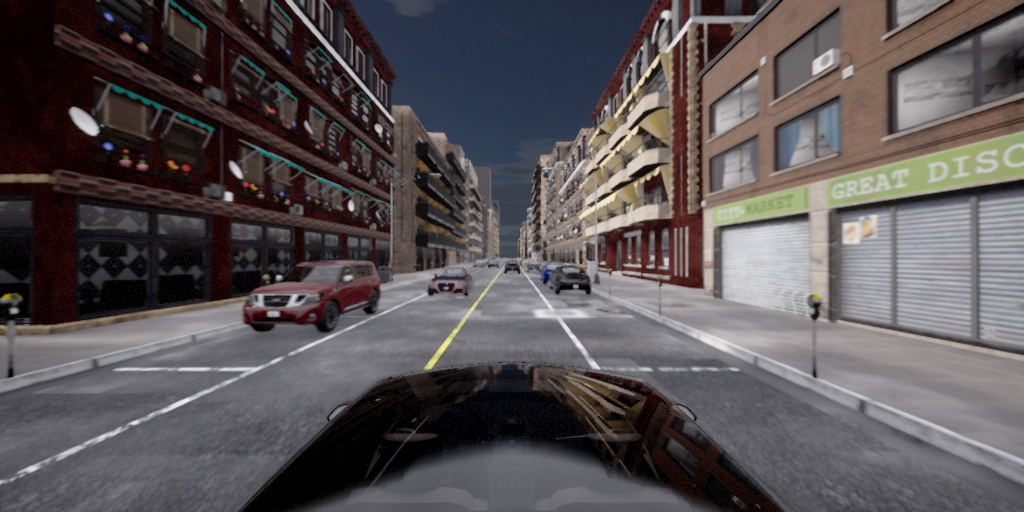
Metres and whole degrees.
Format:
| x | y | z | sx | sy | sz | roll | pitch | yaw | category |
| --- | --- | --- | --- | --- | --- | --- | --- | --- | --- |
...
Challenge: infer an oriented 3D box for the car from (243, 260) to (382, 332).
| x | y | z | sx | sy | sz | roll | pitch | yaw | category |
| --- | --- | --- | --- | --- | --- | --- | --- | --- | --- |
| -5.690 | 1.067 | 11.060 | 2.192 | 1.841 | 5.009 | 0 | 0 | 0 | car |

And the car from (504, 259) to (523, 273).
| x | y | z | sx | sy | sz | roll | pitch | yaw | category |
| --- | --- | --- | --- | --- | --- | --- | --- | --- | --- |
| 0.067 | 1.265 | 43.491 | 1.837 | 1.490 | 4.892 | 0 | 1 | 0 | car |

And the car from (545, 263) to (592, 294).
| x | y | z | sx | sy | sz | roll | pitch | yaw | category |
| --- | --- | --- | --- | --- | --- | --- | --- | --- | --- |
| 3.148 | 1.258 | 20.052 | 1.837 | 1.490 | 4.892 | 0 | 0 | 0 | car |

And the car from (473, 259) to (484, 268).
| x | y | z | sx | sy | sz | roll | pitch | yaw | category |
| --- | --- | --- | --- | --- | --- | --- | --- | --- | --- |
| -5.685 | 1.310 | 61.786 | 2.007 | 1.370 | 4.403 | 0 | 0 | 0 | car |

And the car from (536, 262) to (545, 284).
| x | y | z | sx | sy | sz | roll | pitch | yaw | category |
| --- | --- | --- | --- | --- | --- | --- | --- | --- | --- |
| 3.143 | 1.233 | 27.051 | 1.882 | 1.535 | 5.008 | 0 | 0 | 0 | car |

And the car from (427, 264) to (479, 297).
| x | y | z | sx | sy | sz | roll | pitch | yaw | category |
| --- | --- | --- | --- | --- | --- | --- | --- | --- | --- |
| -3.097 | 1.318 | 18.868 | 1.994 | 1.385 | 4.181 | 0 | 0 | 0 | car |

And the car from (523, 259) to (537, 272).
| x | y | z | sx | sy | sz | roll | pitch | yaw | category |
| --- | --- | --- | --- | --- | --- | --- | --- | --- | --- |
| 2.694 | 1.309 | 44.872 | 2.007 | 1.370 | 4.403 | 0 | 0 | 0 | car |

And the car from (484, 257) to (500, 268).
| x | y | z | sx | sy | sz | roll | pitch | yaw | category |
| --- | --- | --- | --- | --- | --- | --- | --- | --- | --- |
| -3.041 | 1.263 | 59.308 | 1.837 | 1.490 | 4.892 | 0 | 0 | 1 | car |
